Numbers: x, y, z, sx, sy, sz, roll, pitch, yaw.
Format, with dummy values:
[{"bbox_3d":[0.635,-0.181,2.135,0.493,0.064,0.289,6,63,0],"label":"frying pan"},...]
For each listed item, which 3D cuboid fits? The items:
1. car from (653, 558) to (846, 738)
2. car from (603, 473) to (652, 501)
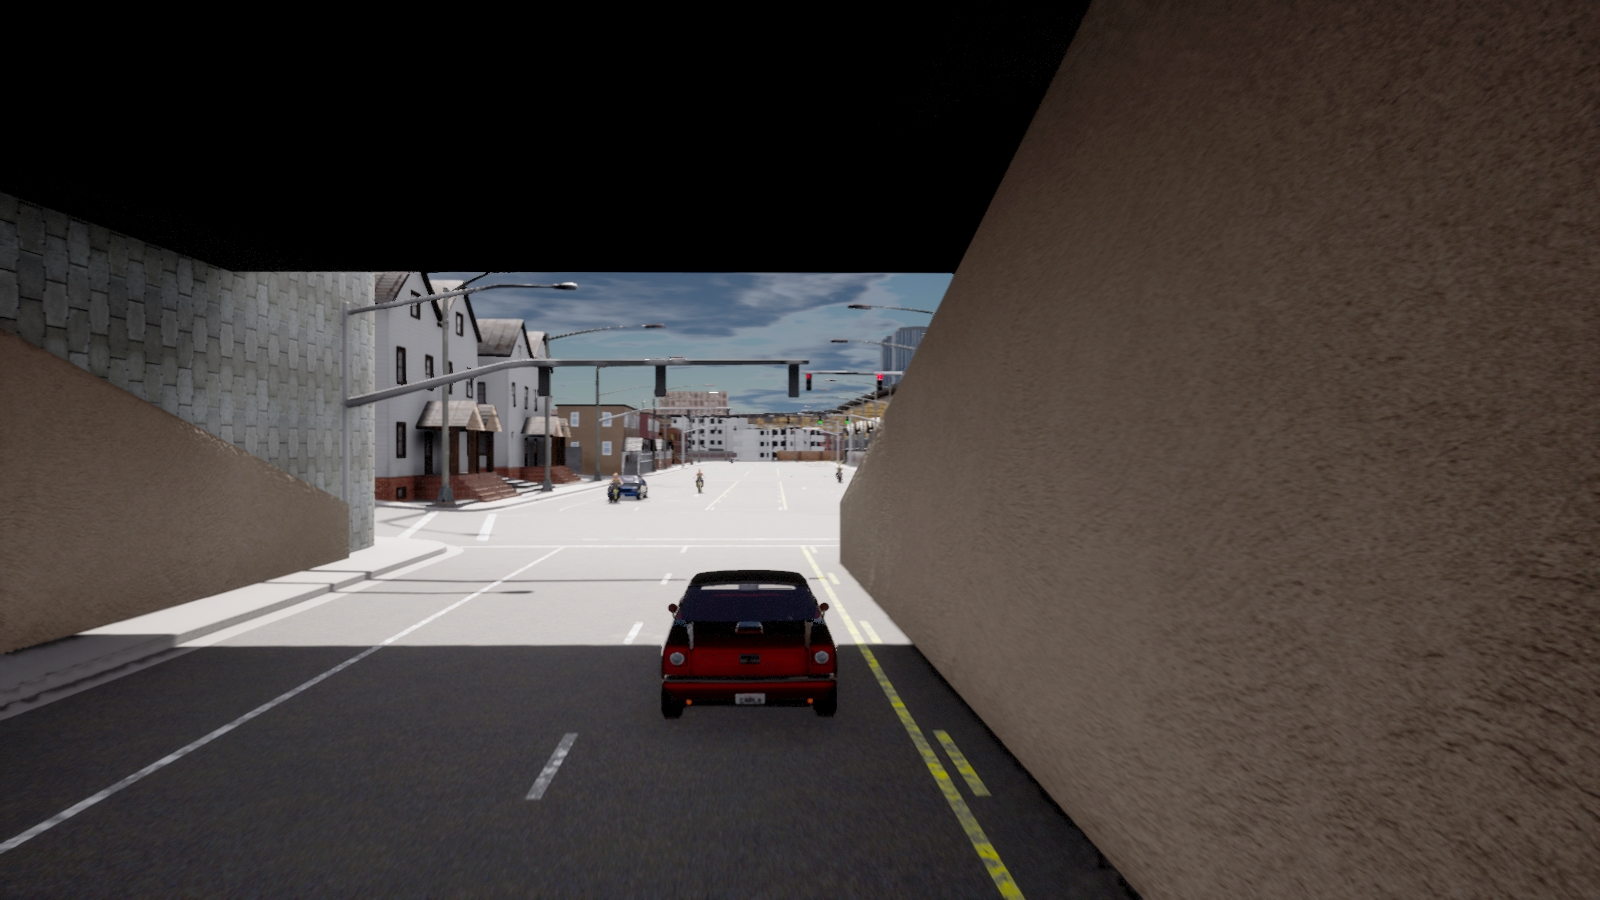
[{"bbox_3d":[-0.608,2.155,13.545,1.895,1.301,4.718,0,0,-3],"label":"car"},{"bbox_3d":[-9.804,2.107,65.322,2.033,1.411,5.357,0,0,-1],"label":"car"}]
